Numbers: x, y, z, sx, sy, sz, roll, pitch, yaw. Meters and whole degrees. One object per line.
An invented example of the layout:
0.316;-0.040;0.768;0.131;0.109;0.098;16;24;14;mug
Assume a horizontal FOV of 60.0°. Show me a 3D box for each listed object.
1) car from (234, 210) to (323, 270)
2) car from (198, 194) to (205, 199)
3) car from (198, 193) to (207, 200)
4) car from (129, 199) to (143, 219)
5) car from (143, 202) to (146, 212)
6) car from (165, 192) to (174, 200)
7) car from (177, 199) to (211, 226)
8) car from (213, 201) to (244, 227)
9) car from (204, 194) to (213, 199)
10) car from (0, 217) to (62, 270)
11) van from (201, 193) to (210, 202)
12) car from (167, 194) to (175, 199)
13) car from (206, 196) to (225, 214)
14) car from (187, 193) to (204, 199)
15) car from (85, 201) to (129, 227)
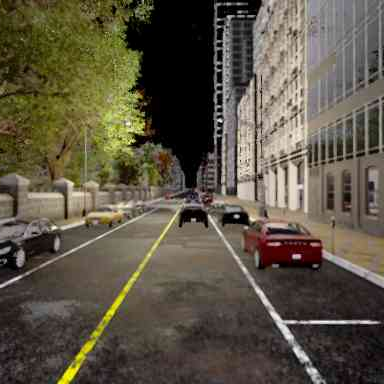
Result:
2.693;1.515;10.786;1.887;1.381;4.507;0;0;0;car
2.675;1.155;90.492;1.752;1.417;4.829;1;0;0;car
2.678;1.102;84.641;1.967;1.590;4.097;1;0;0;car
-5.691;1.466;27.853;2.008;1.369;4.403;0;0;0;car
-5.693;1.446;33.537;2.008;1.369;4.403;0;0;0;car
-5.702;0.977;84.680;2.192;1.841;5.009;1;0;0;car
0.094;1.438;22.530;1.837;1.490;4.892;0;0;0;car
2.690;1.500;22.148;1.947;1.339;4.313;0;0;0;car
2.684;1.410;50.553;1.802;1.307;4.206;0;0;0;car
-5.688;1.521;10.805;2.008;1.369;4.403;0;0;0;car
2.682;1.091;67.597;1.690;1.788;3.998;1;0;0;van
-5.705;1.157;90.193;1.752;1.417;4.829;1;0;0;car
2.687;1.445;33.512;2.008;1.369;4.403;0;0;0;car
0.091;1.220;40.696;2.097;1.767;4.553;0;0;0;car
-5.690;1.460;22.000;1.752;1.417;4.829;0;0;0;car
